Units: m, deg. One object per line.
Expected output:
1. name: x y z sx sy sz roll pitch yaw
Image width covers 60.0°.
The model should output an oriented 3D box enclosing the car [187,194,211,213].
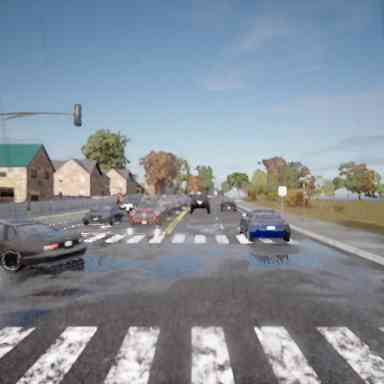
1. car: 0.952 1.249 37.501 2.150 2.045 5.566 0 0 2

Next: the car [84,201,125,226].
1. car: -6.225 1.579 23.696 1.994 1.385 4.181 0 0 2

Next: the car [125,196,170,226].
1. car: -2.985 1.366 23.456 2.097 1.767 4.553 0 0 2

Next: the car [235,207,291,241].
1. car: 3.556 1.570 16.797 1.994 1.385 4.181 0 0 1

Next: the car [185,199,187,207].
1. car: -1.707 1.583 51.491 1.812 1.442 4.674 0 0 3

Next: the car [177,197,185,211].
1. car: -2.273 1.562 41.395 1.812 1.442 4.674 0 0 3

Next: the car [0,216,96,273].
1. car: -6.012 1.550 10.427 5.357 1.411 2.033 0 0 17

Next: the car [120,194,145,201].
1. car: -5.887 1.247 33.846 2.150 2.045 5.566 0 0 3

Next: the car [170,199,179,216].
1. car: -2.690 1.623 32.401 1.895 1.301 4.718 0 0 2

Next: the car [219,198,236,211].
1. car: 4.342 1.535 40.456 1.837 1.490 4.892 0 0 3
